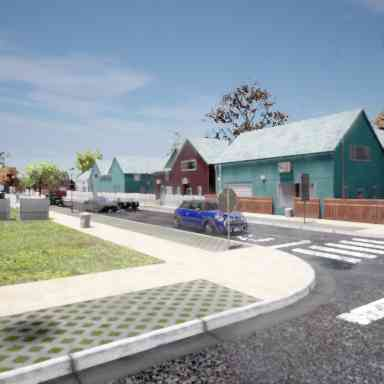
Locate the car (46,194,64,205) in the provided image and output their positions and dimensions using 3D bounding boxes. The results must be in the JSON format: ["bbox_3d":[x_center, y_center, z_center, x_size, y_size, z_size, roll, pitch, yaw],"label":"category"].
[{"bbox_3d":[-19.278,0.995,46.390,1.837,1.490,4.892,-1,1,-35],"label":"car"}]

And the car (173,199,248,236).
[{"bbox_3d":[0.879,1.210,17.905,2.097,1.767,4.553,-1,1,-35],"label":"car"}]

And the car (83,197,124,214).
[{"bbox_3d":[-8.687,1.200,31.368,2.033,1.411,5.357,-1,1,-35],"label":"car"}]

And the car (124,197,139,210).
[{"bbox_3d":[-7.343,1.192,34.563,1.895,1.301,4.718,-1,1,-36],"label":"car"}]
